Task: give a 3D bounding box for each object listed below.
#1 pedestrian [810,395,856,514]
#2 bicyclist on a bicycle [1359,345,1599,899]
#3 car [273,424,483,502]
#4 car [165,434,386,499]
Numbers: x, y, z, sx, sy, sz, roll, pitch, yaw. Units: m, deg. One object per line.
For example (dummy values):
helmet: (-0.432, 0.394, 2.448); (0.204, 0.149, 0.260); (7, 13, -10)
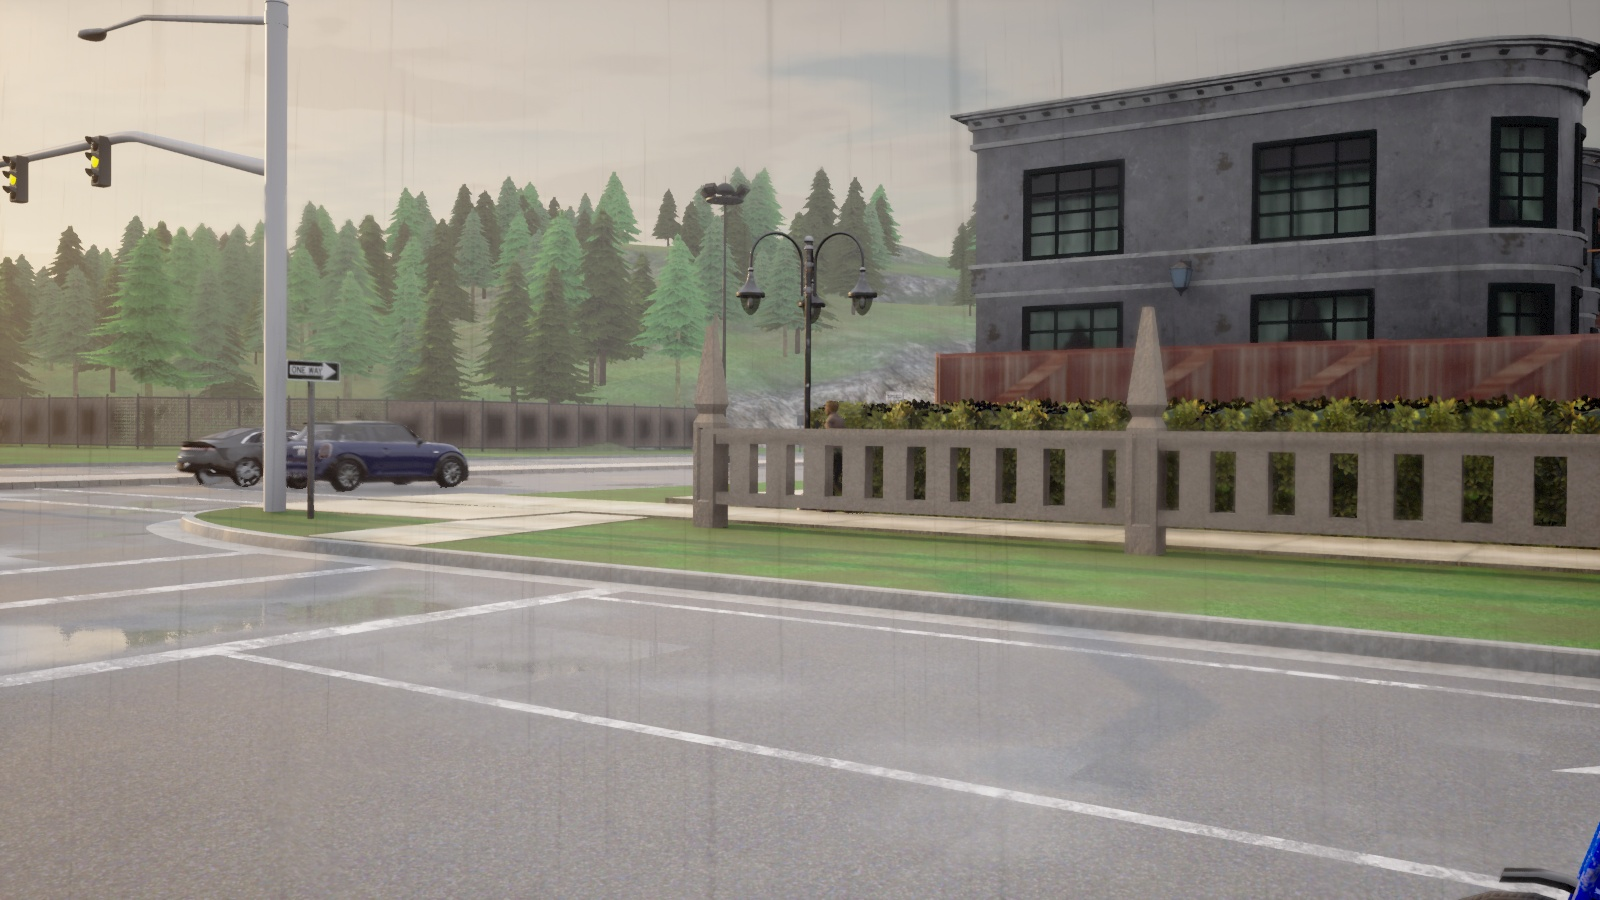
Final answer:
pedestrian: (0.515, 0.064, 19.866); (0.634, 1.846, 0.331); (0, 1, 37)
bicyclist on a bicycle: (1.935, 0.618, 2.330); (1.509, 1.612, 0.866); (0, 1, 34)
car: (-10.308, 0.260, 31.027); (2.097, 1.767, 4.553); (0, 1, 34)
car: (-13.482, 0.365, 32.585); (2.128, 1.511, 4.902); (0, 1, 34)
